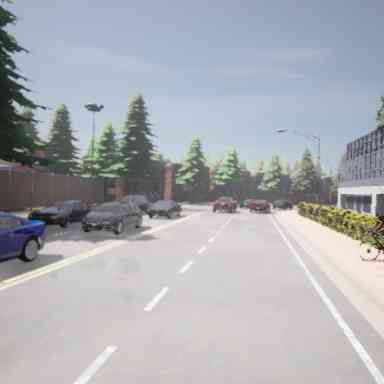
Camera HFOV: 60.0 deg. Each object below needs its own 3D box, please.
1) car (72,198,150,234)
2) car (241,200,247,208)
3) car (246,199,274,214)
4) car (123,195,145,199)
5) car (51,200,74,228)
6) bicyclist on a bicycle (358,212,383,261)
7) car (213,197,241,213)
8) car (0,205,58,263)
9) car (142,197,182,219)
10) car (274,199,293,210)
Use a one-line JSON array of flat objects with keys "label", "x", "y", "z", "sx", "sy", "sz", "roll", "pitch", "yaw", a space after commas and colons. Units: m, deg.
[{"label": "car", "x": -4.082, "y": 1.293, "z": 17.760, "sx": 1.837, "sy": 1.490, "sz": 4.892, "roll": 2, "pitch": 0, "yaw": 11}, {"label": "car", "x": 8.657, "y": 1.731, "z": 48.440, "sx": 1.994, "sy": 1.385, "sz": 4.181, "roll": 2, "pitch": 0, "yaw": 34}, {"label": "car", "x": 8.160, "y": 1.655, "z": 39.395, "sx": 1.882, "sy": 1.535, "sz": 5.008, "roll": 2, "pitch": 0, "yaw": 20}, {"label": "car", "x": -5.337, "y": 1.054, "z": 29.597, "sx": 2.097, "sy": 1.767, "sz": 4.553, "roll": 2, "pitch": 0, "yaw": 12}, {"label": "car", "x": -7.293, "y": 1.208, "z": 19.660, "sx": 2.033, "sy": 1.411, "sz": 5.357, "roll": 2, "pitch": 0, "yaw": 10}, {"label": "bicyclist on a bicycle", "x": 6.299, "y": 1.501, "z": 10.852, "sx": 1.656, "sy": 1.620, "sz": 0.582, "roll": 2, "pitch": 0, "yaw": 11}, {"label": "car", "x": 3.832, "y": 1.372, "z": 37.621, "sx": 2.097, "sy": 1.767, "sz": 4.553, "roll": 2, "pitch": 0, "yaw": 17}, {"label": "car", "x": -5.826, "y": 1.230, "z": 8.466, "sx": 1.882, "sy": 1.535, "sz": 5.008, "roll": 2, "pitch": 0, "yaw": 11}, {"label": "car", "x": -2.159, "y": 1.375, "z": 27.815, "sx": 2.033, "sy": 1.411, "sz": 5.357, "roll": 2, "pitch": 0, "yaw": 11}, {"label": "car", "x": 13.472, "y": 1.838, "z": 49.115, "sx": 2.128, "sy": 1.511, "sz": 4.902, "roll": 2, "pitch": 0, "yaw": 35}]
